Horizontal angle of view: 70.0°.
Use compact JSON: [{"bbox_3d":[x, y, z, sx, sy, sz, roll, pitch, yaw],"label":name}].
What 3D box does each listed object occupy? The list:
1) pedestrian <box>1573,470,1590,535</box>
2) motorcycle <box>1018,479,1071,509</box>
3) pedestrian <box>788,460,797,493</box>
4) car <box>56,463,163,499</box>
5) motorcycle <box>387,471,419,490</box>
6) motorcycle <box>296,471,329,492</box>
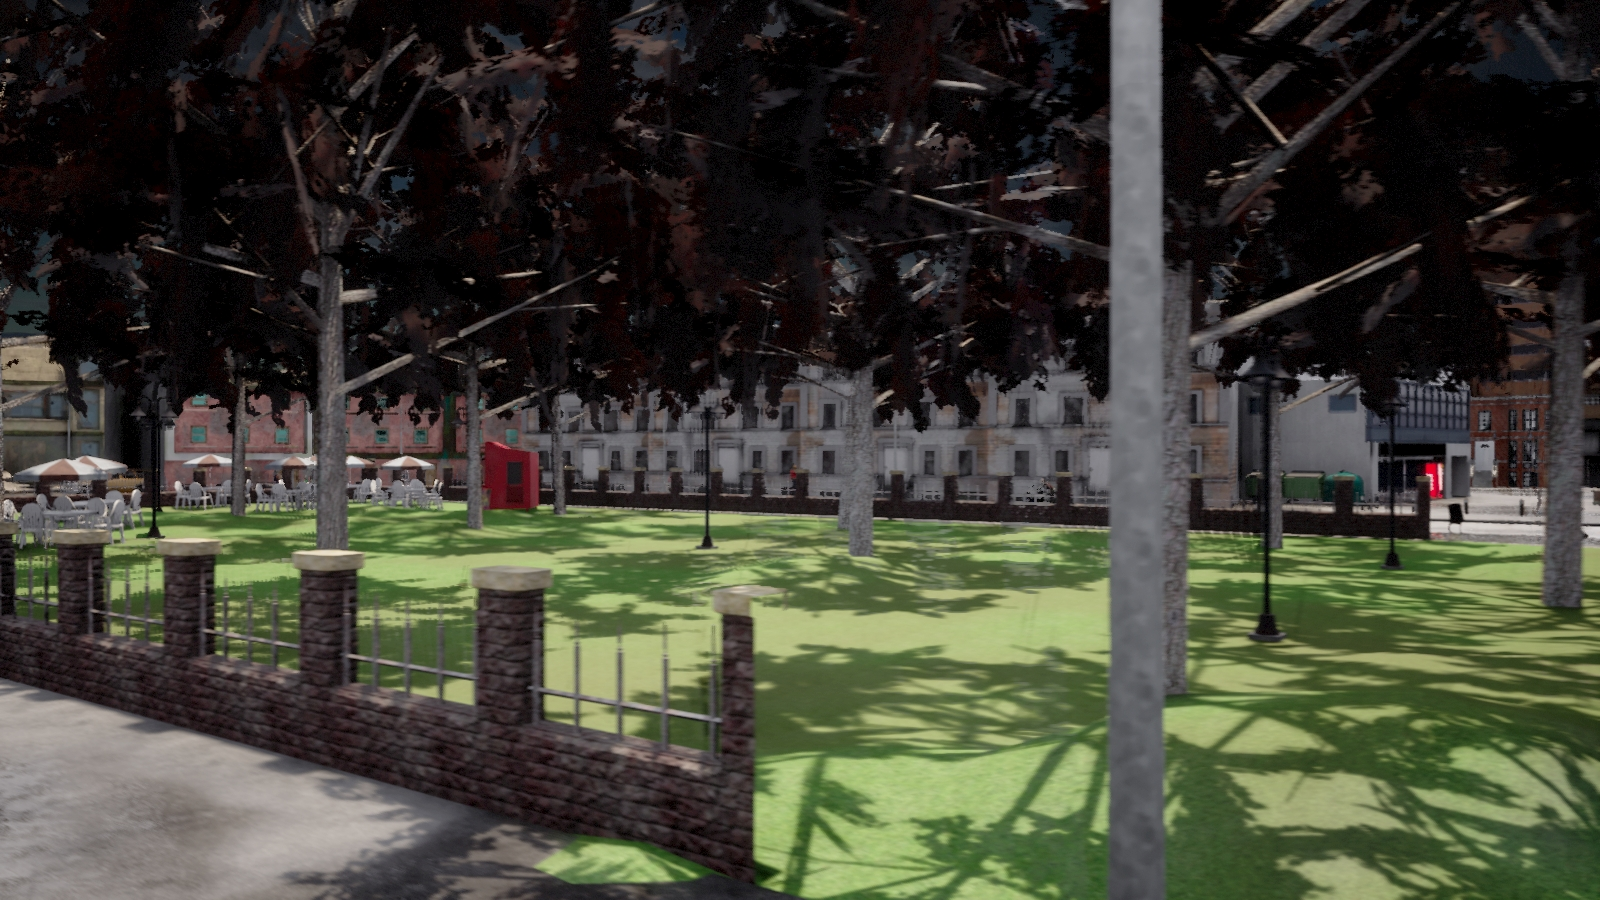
[{"bbox_3d":[22.694,1.524,33.172,0.375,1.860,0.375,0,0,38],"label":"pedestrian"},{"bbox_3d":[11.100,1.989,51.966,2.209,1.251,0.867,0,0,35],"label":"motorcycle"},{"bbox_3d":[-0.411,1.531,65.441,0.375,1.860,0.375,0,0,31],"label":"pedestrian"},{"bbox_3d":[-37.822,1.655,62.664,1.932,1.855,4.605,0,0,37],"label":"car"},{"bbox_3d":[-25.822,1.974,74.295,1.805,1.236,0.856,0,1,-7],"label":"motorcycle"},{"bbox_3d":[-30.720,1.975,72.010,1.805,1.236,0.856,0,0,-37],"label":"motorcycle"}]
